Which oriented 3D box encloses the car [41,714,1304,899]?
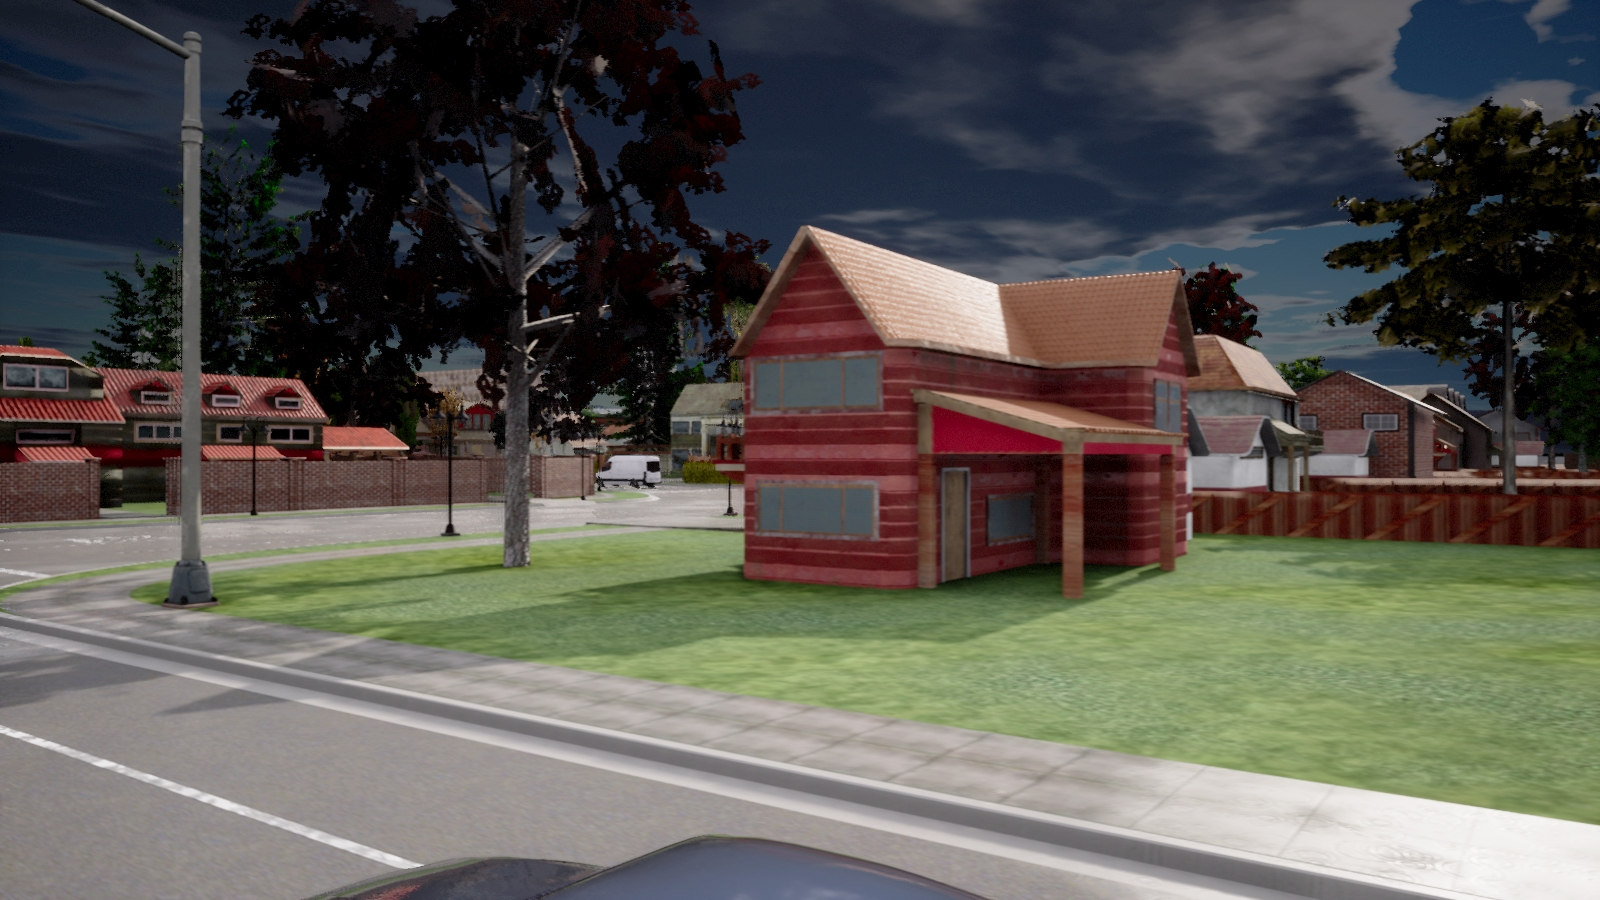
[{"bbox_3d":[-0.267,2.124,3.734,5.357,1.411,2.033,0,0,37],"label":"car"}]
